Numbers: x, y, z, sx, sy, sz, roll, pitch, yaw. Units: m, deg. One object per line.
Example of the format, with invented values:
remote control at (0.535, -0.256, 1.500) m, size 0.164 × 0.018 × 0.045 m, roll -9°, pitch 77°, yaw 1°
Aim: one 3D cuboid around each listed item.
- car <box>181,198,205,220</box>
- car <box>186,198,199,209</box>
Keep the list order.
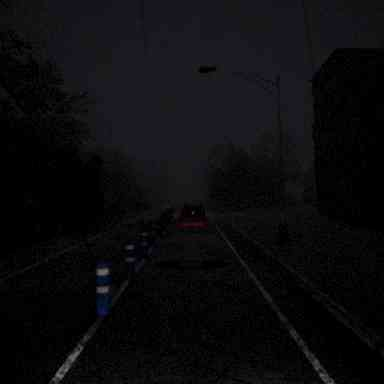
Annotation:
car at (0.074, 1.446, 28.034) m, size 1.882 × 1.535 × 5.008 m, roll -2°, pitch 0°, yaw 0°
car at (0.106, 1.564, 47.419) m, size 1.812 × 1.442 × 4.674 m, roll 0°, pitch 0°, yaw 0°
